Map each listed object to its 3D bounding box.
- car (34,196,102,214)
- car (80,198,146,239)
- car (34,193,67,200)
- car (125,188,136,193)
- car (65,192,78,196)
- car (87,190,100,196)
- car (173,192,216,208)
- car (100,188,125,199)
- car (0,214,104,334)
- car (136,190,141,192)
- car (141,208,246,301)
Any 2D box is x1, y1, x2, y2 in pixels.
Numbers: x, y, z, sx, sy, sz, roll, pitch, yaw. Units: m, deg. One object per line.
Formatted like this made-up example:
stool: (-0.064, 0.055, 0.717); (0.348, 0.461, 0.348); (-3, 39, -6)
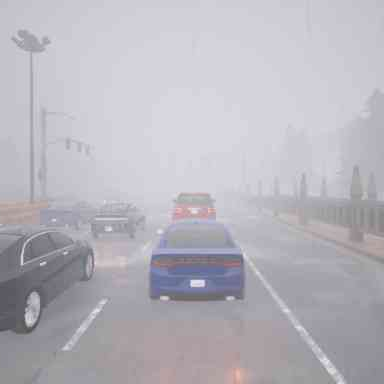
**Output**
car: (-6.871, 1.220, 19.069); (1.882, 1.535, 5.008); (0, 1, 0)
car: (-3.381, 1.281, 15.986); (2.128, 1.511, 4.902); (0, 1, 0)
car: (-14.026, 1.115, 31.772); (1.994, 1.385, 4.181); (0, 1, 0)
car: (-13.788, 0.205, 69.713); (2.150, 2.045, 5.566); (0, 1, 0)
car: (-20.909, 0.703, 56.615); (1.812, 1.442, 4.674); (0, 1, 1)
car: (-20.784, 0.319, 70.799); (2.097, 1.767, 4.553); (0, 1, 0)
car: (0.121, 0.979, 18.070); (2.150, 2.045, 5.566); (0, 1, 0)
car: (-13.907, 0.373, 58.361); (2.150, 2.045, 5.566); (0, 1, 0)
car: (-3.402, 1.435, 6.613); (1.837, 1.490, 4.892); (0, 1, 0)
car: (-13.733, 0.289, 85.025); (2.033, 1.411, 5.357); (0, 1, 0)
car: (0.100, 1.384, 8.200); (1.882, 1.535, 5.008); (0, 1, 0)
